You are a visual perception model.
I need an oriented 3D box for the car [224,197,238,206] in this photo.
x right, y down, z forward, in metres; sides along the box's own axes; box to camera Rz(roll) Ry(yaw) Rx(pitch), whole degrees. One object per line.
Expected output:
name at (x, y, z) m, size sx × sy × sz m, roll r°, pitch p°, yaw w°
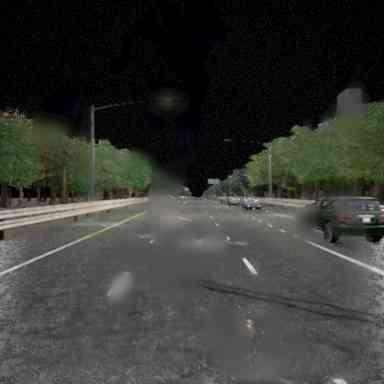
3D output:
car at (7.089, 1.682, 56.811) m, size 1.994 × 1.385 × 4.181 m, roll 0°, pitch 0°, yaw 0°

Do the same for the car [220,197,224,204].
car at (7.165, 1.781, 71.794) m, size 2.128 × 1.511 × 4.902 m, roll 0°, pitch -1°, yaw 0°

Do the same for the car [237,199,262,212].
car at (7.030, 1.631, 40.006) m, size 1.895 × 1.301 × 4.718 m, roll 0°, pitch 0°, yaw 0°

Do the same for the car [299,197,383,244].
car at (7.019, 1.229, 16.085) m, size 2.150 × 2.045 × 5.566 m, roll 0°, pitch 0°, yaw 0°
